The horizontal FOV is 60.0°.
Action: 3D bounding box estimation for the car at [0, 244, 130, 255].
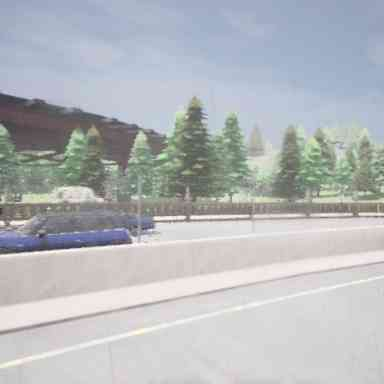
[{"bbox_3d":[-4.016,1.361,9.540,4.553,1.767,2.097,1,0,-34],"label":"car"}]
